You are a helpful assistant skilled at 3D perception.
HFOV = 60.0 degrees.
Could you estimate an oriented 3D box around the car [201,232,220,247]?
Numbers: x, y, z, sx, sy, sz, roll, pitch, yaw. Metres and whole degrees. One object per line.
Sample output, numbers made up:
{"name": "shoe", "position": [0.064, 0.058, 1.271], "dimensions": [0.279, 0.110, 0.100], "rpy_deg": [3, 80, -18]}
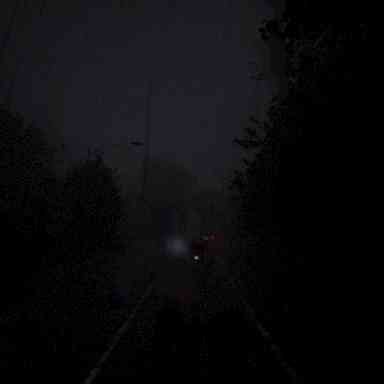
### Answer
{"name": "car", "position": [1.845, 5.201, 36.733], "dimensions": [2.097, 1.767, 4.553], "rpy_deg": [-2, -7, 10]}

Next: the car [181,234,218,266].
{"name": "car", "position": [0.318, 3.662, 20.858], "dimensions": [2.128, 1.511, 4.902], "rpy_deg": [-1, -5, 2]}
